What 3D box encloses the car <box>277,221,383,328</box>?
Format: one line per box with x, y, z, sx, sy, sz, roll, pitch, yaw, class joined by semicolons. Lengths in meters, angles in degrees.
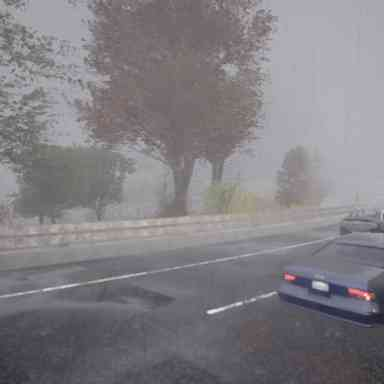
4.021;1.585;7.027;5.357;1.411;2.033;0;0;-40;car

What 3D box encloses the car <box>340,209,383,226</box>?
8.930;1.576;16.334;4.902;1.511;2.128;0;0;-45;car
